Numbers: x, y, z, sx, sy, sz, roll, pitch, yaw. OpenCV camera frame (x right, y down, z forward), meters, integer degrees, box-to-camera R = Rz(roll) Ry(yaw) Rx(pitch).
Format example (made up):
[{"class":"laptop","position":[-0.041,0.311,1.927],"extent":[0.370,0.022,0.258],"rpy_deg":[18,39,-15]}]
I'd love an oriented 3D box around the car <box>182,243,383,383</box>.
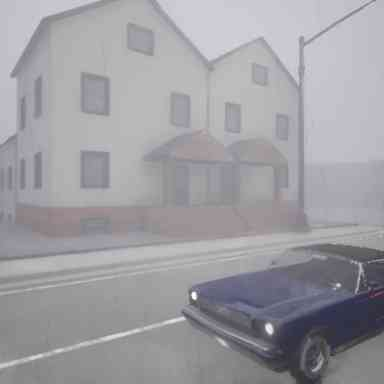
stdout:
[{"class":"car","position":[2.198,1.615,5.528],"extent":[4.718,1.301,1.895],"rpy_deg":[0,0,-35]}]
